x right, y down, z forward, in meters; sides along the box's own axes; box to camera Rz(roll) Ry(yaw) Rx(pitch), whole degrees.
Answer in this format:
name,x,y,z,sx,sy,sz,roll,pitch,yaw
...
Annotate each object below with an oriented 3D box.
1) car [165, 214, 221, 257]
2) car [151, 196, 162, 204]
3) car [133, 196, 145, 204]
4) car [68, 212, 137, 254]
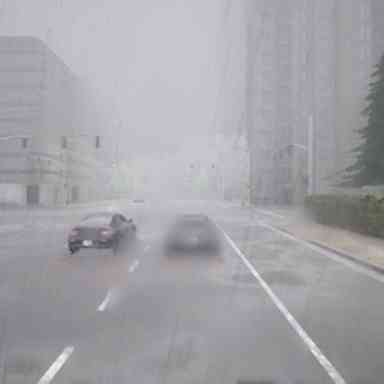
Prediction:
name,x,y,z,sx,sy,sz,roll,pitch,yaw
car,0.049,1.566,13.031,1.994,1.385,4.181,0,0,1
car,-6.992,1.550,66.166,2.033,1.411,5.357,0,0,0
car,-10.491,1.549,66.108,2.033,1.411,5.357,0,0,0
car,-3.450,1.527,13.367,1.812,1.442,4.674,0,0,1
